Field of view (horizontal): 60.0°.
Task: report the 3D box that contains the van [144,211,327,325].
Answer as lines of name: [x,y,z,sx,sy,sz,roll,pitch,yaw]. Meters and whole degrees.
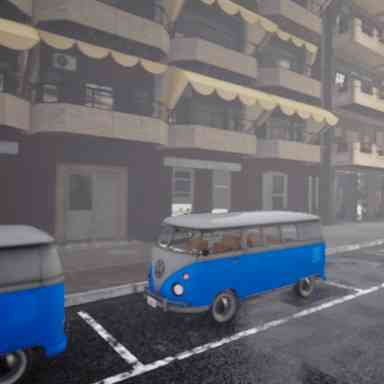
van: [1.043,1.320,6.816,3.998,1.788,1.690,0,2,-35]

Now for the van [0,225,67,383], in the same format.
van: [-3.459,1.345,3.602,3.998,1.788,1.690,0,2,-35]
